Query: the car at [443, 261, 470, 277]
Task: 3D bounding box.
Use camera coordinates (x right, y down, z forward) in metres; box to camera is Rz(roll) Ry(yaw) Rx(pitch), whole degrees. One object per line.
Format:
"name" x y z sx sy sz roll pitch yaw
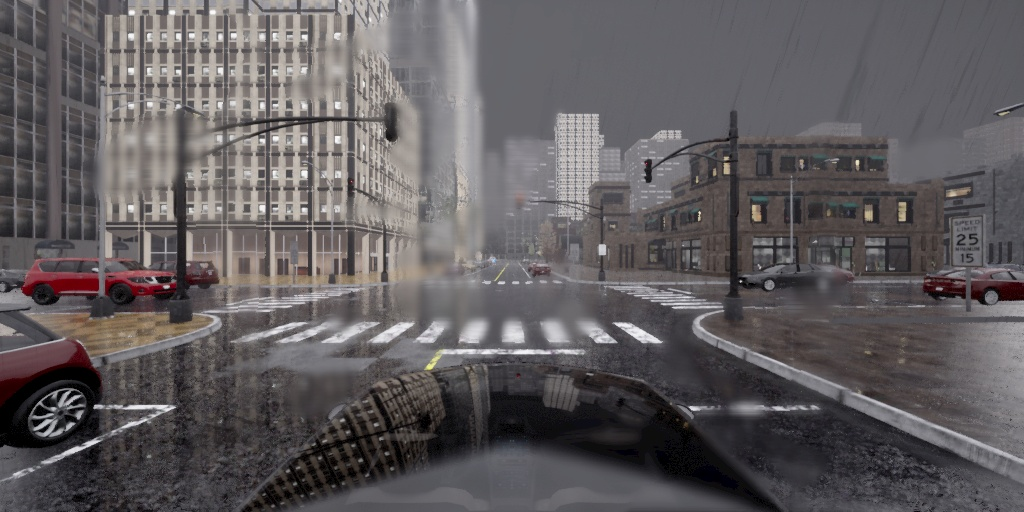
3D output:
"car" -5.523 1.341 34.773 1.802 1.307 4.207 0 0 0

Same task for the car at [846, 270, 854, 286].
"car" 19.053 1.202 22.586 4.207 1.307 1.802 0 0 -1

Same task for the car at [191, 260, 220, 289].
"car" -21.019 1.203 22.189 5.009 1.841 2.192 0 0 -1

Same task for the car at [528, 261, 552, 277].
"car" 2.859 1.304 34.729 1.888 1.381 4.507 0 0 0

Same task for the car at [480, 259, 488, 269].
"car" -5.407 1.324 56.936 2.007 1.370 4.403 0 0 0

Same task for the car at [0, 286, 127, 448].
"car" -5.691 1.190 2.306 1.967 1.591 4.097 0 0 0

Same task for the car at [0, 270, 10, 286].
"car" -31.429 1.508 22.086 4.403 1.370 2.007 0 0 -1

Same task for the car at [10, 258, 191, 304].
"car" -18.590 1.087 16.425 5.566 2.045 2.150 0 0 -1

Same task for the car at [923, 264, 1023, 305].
"car" 19.136 1.153 14.206 4.507 1.381 1.888 0 0 -1

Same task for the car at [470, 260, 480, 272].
"car" -5.466 1.291 45.684 1.751 1.417 4.829 0 0 0

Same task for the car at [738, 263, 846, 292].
"car" 15.142 1.147 19.960 4.892 1.490 1.837 0 0 -1

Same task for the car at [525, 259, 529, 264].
"car" 2.915 1.348 45.811 1.802 1.307 4.207 0 0 0

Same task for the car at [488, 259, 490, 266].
"car" -5.379 1.344 62.476 1.948 1.339 4.313 0 0 0
